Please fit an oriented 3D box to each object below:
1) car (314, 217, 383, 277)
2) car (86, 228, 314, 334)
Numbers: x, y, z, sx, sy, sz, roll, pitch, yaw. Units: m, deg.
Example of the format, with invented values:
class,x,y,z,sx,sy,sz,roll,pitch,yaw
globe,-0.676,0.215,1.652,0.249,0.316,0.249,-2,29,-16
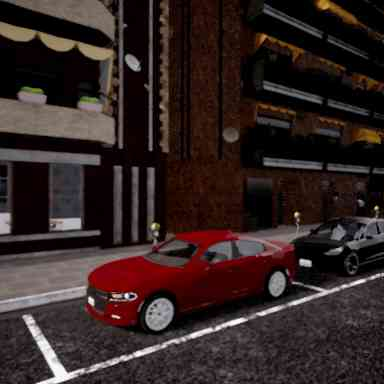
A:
class,x,y,z,sx,sy,sz,roll,pitch,yaw
car,4.736,1.447,9.926,4.313,1.339,1.947,-1,1,-35
car,0.202,1.495,6.691,4.507,1.381,1.887,-1,1,-35
